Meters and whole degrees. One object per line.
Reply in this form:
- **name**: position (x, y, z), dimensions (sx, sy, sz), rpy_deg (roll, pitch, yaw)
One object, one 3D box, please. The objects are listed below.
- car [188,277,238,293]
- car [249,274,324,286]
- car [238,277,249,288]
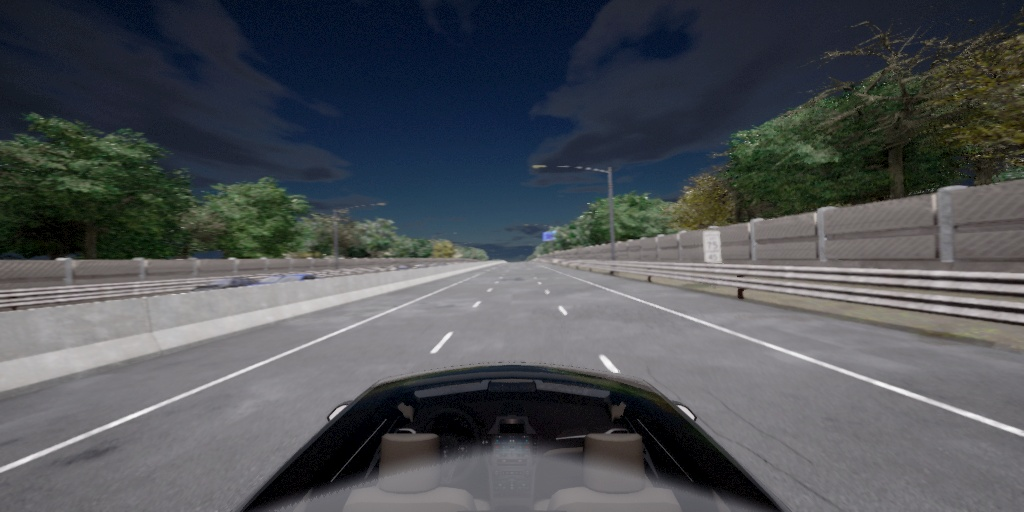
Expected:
- **car**: position (-20.716, 2.294, 26.377), dimensions (2.033, 1.411, 5.357), rpy_deg (-2, 0, 1)
- **car**: position (-13.800, 1.925, 22.889), dimensions (1.882, 1.535, 5.008), rpy_deg (-2, 0, 1)
- **car**: position (-17.218, 2.132, 26.314), dimensions (1.812, 1.442, 4.674), rpy_deg (-2, 0, 1)
